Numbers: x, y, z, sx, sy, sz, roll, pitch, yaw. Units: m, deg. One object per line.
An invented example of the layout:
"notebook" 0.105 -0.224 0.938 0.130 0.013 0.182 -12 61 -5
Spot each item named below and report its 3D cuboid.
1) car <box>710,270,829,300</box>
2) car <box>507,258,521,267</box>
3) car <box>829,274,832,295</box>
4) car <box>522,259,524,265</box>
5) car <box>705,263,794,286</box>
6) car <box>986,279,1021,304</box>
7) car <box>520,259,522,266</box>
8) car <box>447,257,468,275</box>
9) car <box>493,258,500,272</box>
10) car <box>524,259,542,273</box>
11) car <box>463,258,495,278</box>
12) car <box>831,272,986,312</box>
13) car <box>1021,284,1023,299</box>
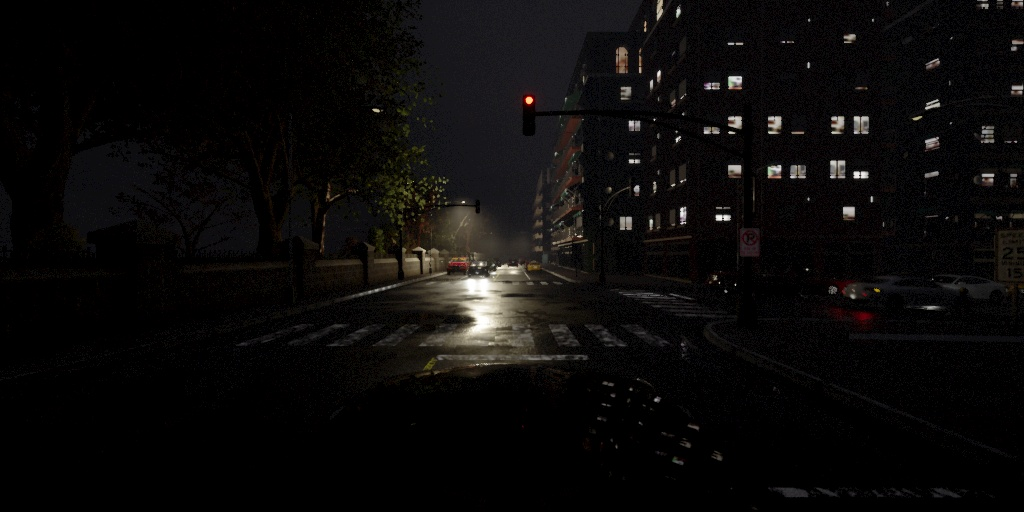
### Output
"car" 13.722 1.618 19.315 4.718 1.301 1.895 1 0 0
"car" 0.166 1.320 64.291 2.033 1.411 5.357 0 0 -1
"car" 20.314 1.671 21.923 4.507 1.381 1.888 0 0 0
"car" 2.741 1.307 49.579 1.888 1.381 4.507 0 0 0
"car" 14.619 1.338 21.911 5.009 1.841 2.192 0 0 0
"car" 23.664 1.723 19.333 4.674 1.442 1.812 1 0 0
"car" 2.747 1.316 55.115 2.007 1.370 4.403 0 0 0
"car" -5.651 1.070 38.517 2.192 1.841 5.009 0 0 0
"car" -3.053 1.111 45.490 2.097 1.767 4.553 0 0 0
"car" 2.735 1.283 44.214 1.751 1.417 4.829 0 0 0
"car" -3.073 1.245 34.118 2.128 1.511 4.902 0 0 -1
"car" 17.691 1.627 16.165 4.674 1.442 1.812 1 0 0
"car" 31.536 1.857 21.946 4.829 1.417 1.751 0 0 0
